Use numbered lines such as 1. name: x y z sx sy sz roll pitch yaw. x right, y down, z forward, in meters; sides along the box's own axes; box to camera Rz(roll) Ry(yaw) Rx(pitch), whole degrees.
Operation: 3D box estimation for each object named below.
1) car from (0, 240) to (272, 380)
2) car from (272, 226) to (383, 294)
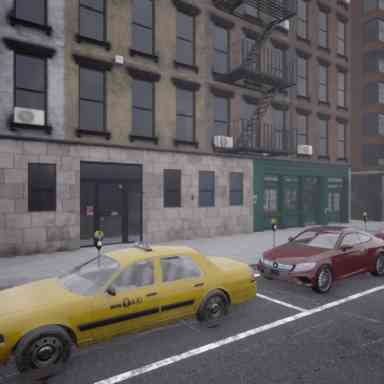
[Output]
1. car: -1.048 1.525 5.445 4.829 1.417 1.752 0 0 -36
2. car: 3.578 1.582 8.757 4.206 1.307 1.802 0 0 -36
